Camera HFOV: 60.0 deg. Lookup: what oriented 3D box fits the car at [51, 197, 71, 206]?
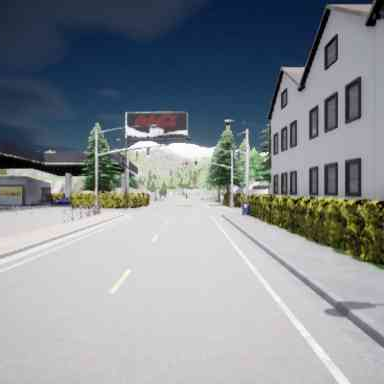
[{"bbox_3d":[-22.171,1.633,58.170,4.611,1.667,2.242,0,0,0],"label":"car"}]
